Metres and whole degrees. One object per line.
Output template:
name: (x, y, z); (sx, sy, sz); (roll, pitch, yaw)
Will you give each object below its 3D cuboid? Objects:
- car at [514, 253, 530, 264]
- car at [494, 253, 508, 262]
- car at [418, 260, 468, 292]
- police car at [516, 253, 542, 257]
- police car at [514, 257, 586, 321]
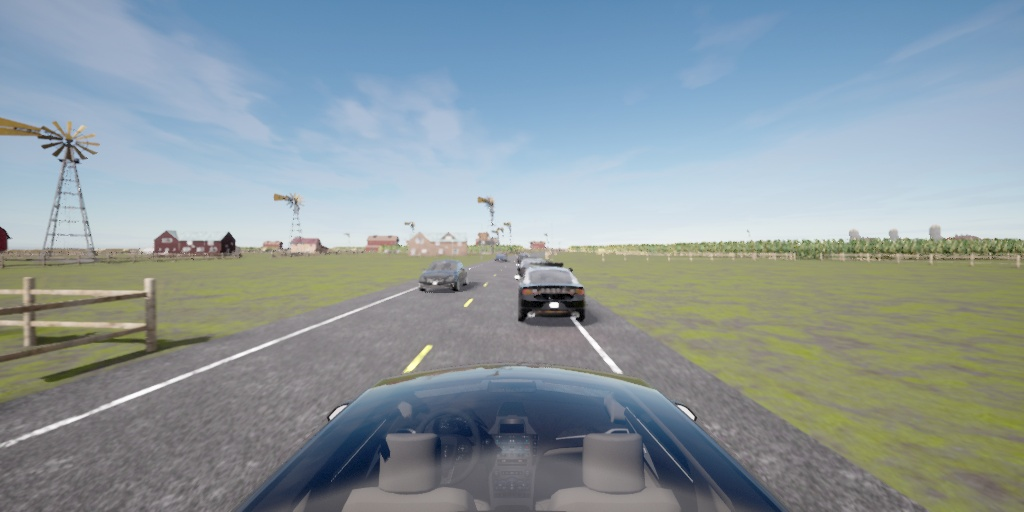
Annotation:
car: (1.574, 0.318, 54.398); (2.128, 1.511, 4.902); (0, 1, 4)
car: (-1.750, 0.292, 58.857); (2.033, 1.411, 5.357); (0, 1, 4)
car: (-3.416, 0.967, 18.541); (1.837, 1.490, 4.892); (0, 1, 1)
police car: (1.277, 0.834, 21.720); (1.930, 1.638, 5.238); (0, 1, 1)
police car: (1.109, 1.006, 11.753); (1.930, 1.638, 5.238); (0, 1, 1)
